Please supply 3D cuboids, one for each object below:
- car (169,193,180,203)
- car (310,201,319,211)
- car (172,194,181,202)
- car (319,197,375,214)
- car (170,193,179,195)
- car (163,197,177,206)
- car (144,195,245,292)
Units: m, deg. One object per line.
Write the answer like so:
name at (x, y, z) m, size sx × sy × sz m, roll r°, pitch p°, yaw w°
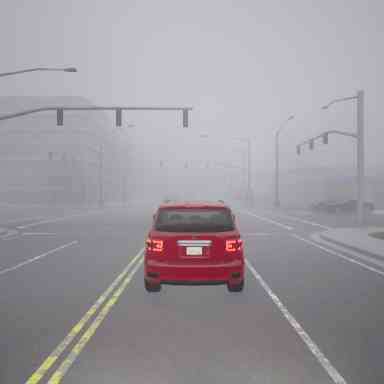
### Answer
car at (-3.616, 1.221, 69.465) m, size 2.150 × 2.045 × 5.566 m, roll 0°, pitch 0°, yaw 0°
car at (16.094, 1.352, 38.598) m, size 4.553 × 1.767 × 2.097 m, roll 0°, pitch 0°, yaw 0°
car at (-3.633, 1.355, 79.515) m, size 2.097 × 1.767 × 4.553 m, roll 0°, pitch 0°, yaw 0°
car at (16.553, 1.478, 35.091) m, size 5.008 × 1.535 × 1.882 m, roll 0°, pitch 0°, yaw 0°
car at (-2.709, 1.322, 40.694) m, size 2.097 × 1.767 × 4.553 m, roll 0°, pitch 0°, yaw -9°
car at (-3.681, 1.564, 55.727) m, size 1.994 × 1.385 × 4.181 m, roll 0°, pitch 0°, yaw 0°
car at (0.057, 1.221, 9.054) m, size 2.150 × 2.045 × 5.566 m, roll 0°, pitch 0°, yaw 0°
